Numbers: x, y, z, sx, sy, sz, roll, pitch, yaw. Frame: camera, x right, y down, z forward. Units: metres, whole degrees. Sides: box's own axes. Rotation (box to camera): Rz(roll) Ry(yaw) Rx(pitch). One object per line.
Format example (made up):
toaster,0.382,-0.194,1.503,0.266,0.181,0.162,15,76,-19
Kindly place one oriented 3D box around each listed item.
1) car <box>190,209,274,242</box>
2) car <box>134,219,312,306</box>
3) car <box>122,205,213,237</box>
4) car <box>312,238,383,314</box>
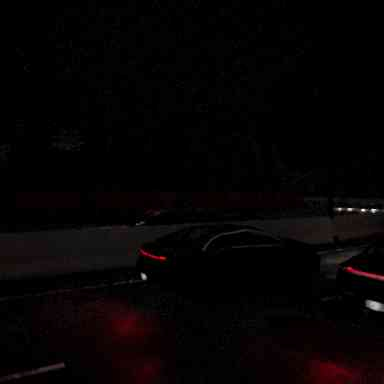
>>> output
car,2.194,1.676,17.583,4.181,1.385,1.994,0,0,-36
car,1.054,1.544,8.161,4.902,1.511,2.128,0,0,-32
car,-1.337,1.590,19.334,5.008,1.535,1.882,0,0,-35
car,4.838,1.545,6.430,4.902,1.511,2.128,0,0,-33
